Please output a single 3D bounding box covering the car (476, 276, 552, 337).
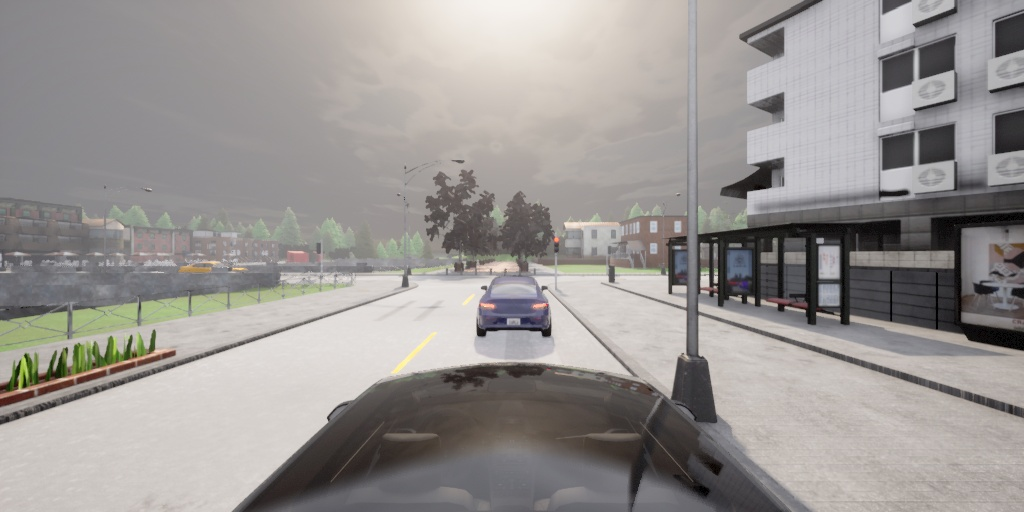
[{"bbox_3d":[0.063,1.275,10.161,1.812,1.442,4.674,0,0,1],"label":"car"}]

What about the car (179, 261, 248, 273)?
[{"bbox_3d":[-25.136,1.225,30.357,5.008,1.535,1.882,0,0,0],"label":"car"}]
